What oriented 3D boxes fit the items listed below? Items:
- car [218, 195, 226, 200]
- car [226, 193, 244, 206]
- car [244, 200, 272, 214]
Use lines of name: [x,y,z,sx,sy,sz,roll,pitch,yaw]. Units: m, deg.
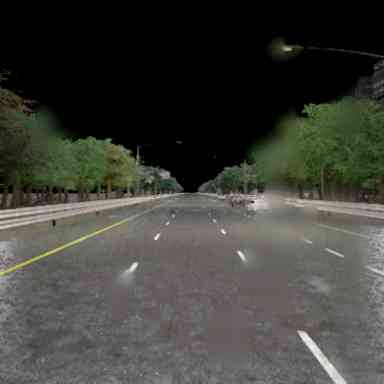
car: [8.576,1.561,92.947,1.895,1.301,4.718,0,0,11]
car: [7.051,1.334,52.987,2.097,1.767,4.553,0,0,0]
car: [7.029,1.523,34.948,1.812,1.442,4.674,0,0,0]
